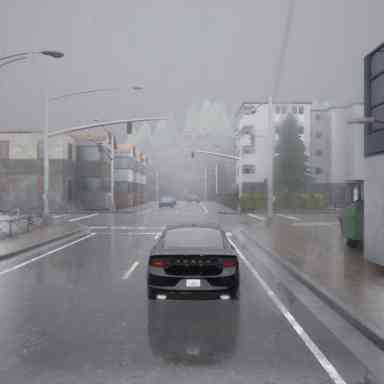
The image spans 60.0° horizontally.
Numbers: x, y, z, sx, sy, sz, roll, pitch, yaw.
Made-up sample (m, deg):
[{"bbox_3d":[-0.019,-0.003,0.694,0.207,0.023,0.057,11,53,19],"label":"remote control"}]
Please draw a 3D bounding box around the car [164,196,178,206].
[{"bbox_3d":[-3.591,1.491,57.752,2.128,1.511,4.902,0,0,0],"label":"car"}]

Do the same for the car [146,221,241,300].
[{"bbox_3d":[0.047,1.478,8.434,1.882,1.535,5.008,0,0,1],"label":"car"}]

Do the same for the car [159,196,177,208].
[{"bbox_3d":[-3.609,1.477,47.401,1.882,1.535,5.008,0,0,0],"label":"car"}]

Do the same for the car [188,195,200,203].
[{"bbox_3d":[0.470,1.353,69.707,2.097,1.767,4.553,0,0,7],"label":"car"}]
